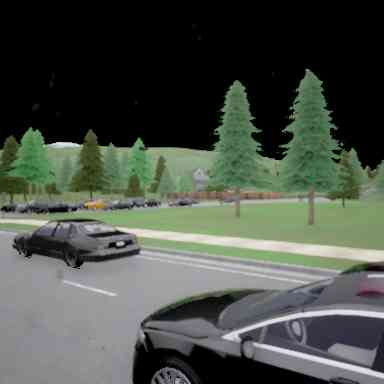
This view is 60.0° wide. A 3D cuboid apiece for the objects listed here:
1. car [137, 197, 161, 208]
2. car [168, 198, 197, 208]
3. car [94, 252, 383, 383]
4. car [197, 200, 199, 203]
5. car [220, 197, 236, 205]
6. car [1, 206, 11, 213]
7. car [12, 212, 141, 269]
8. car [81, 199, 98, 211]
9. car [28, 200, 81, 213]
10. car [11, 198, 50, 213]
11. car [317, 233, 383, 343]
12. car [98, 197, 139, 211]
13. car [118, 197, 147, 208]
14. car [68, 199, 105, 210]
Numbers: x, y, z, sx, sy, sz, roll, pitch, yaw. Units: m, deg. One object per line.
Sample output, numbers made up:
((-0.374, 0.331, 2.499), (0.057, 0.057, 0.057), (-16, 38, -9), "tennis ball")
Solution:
((-7.110, 1.823, 54.192), (1.837, 1.490, 4.892), (-1, 0, 38), "car")
((-1.910, 1.782, 55.173), (2.128, 1.511, 4.902), (-1, 0, 38), "car")
((1.559, 1.496, 2.827), (4.902, 1.511, 2.128), (0, 0, 37), "car")
((-0.797, 1.897, 67.892), (2.033, 1.411, 5.357), (-1, 0, 38), "car")
((7.437, 1.735, 67.055), (2.128, 1.511, 4.902), (-1, 0, 38), "car")
((-21.188, 1.942, 41.785), (1.895, 1.301, 4.718), (-1, 0, 38), "car")
((-4.164, 1.631, 11.549), (5.357, 1.411, 2.033), (-1, 0, 37), "car")
((-12.870, 1.794, 46.787), (1.882, 1.535, 5.008), (-1, 0, 38), "car")
((-15.507, 1.887, 37.683), (1.895, 1.301, 4.718), (-1, 0, 38), "car")
((-18.451, 1.666, 39.608), (2.097, 1.767, 4.553), (-1, 0, 38), "car")
((4.368, 1.562, 5.080), (4.181, 1.385, 1.994), (-1, 0, 38), "car")
((-9.900, 1.814, 44.878), (1.812, 1.442, 4.674), (-1, 0, 38), "car")
((-10.018, 1.699, 56.150), (2.097, 1.767, 4.553), (-1, 0, 38), "car")
((-15.471, 1.835, 49.142), (2.128, 1.511, 4.902), (-1, 0, 38), "car")
